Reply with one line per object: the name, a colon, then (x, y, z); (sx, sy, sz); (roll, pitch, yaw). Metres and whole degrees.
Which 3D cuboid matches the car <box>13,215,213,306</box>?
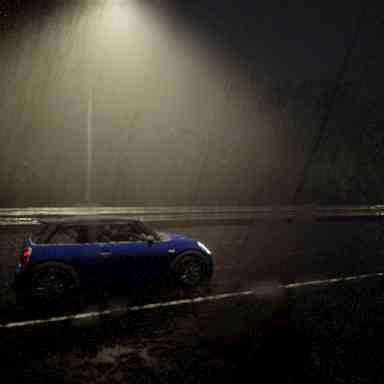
car: (-1.739, 1.355, 8.086); (4.553, 1.767, 2.097); (1, 0, -25)
